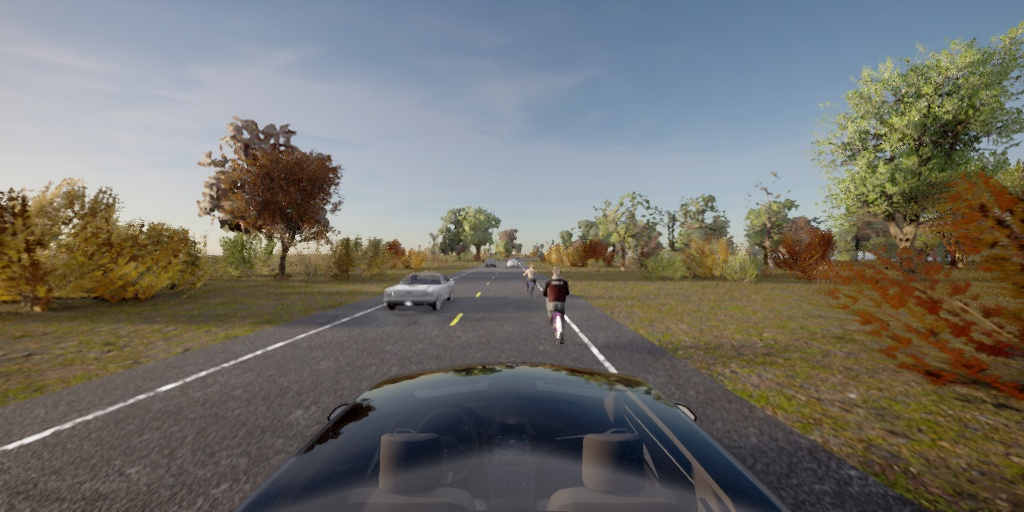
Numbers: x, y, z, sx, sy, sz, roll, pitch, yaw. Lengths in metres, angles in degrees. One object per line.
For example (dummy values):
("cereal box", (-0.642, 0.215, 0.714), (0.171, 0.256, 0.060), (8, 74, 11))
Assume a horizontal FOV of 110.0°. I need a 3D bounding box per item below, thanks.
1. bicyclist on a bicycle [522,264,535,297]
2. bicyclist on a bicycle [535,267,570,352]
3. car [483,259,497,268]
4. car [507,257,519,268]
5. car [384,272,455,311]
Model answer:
("bicyclist on a bicycle", (0.946, 1.191, 17.763), (0.866, 1.612, 1.509), (0, 0, 0))
("bicyclist on a bicycle", (0.968, 1.124, 8.027), (0.659, 1.776, 1.843), (0, 0, 0))
("car", (-3.546, 1.235, 58.610), (1.837, 1.490, 4.892), (0, 0, 0))
("car", (0.128, 1.252, 59.575), (1.812, 1.442, 4.674), (0, 0, 0))
("car", (-3.595, 1.355, 14.699), (1.895, 1.301, 4.718), (0, 0, 0))
